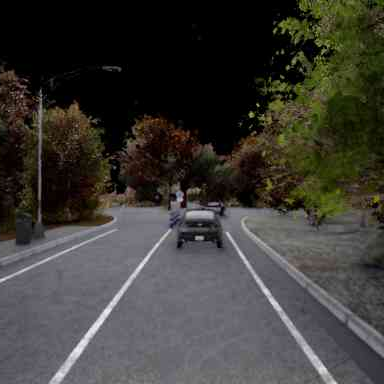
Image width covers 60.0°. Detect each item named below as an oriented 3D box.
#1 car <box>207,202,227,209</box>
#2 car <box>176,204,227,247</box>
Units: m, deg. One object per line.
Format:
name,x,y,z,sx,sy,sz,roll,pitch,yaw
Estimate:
car,2.264,1.710,32.335,2.128,1.511,4.902,0,-1,11
car,0.359,1.482,14.858,1.837,1.490,4.892,0,0,2
